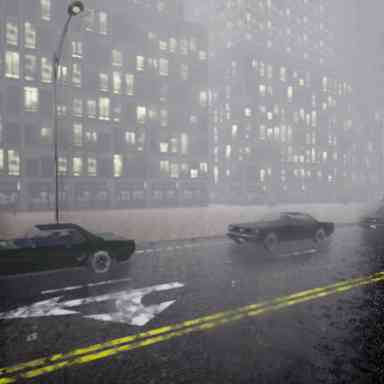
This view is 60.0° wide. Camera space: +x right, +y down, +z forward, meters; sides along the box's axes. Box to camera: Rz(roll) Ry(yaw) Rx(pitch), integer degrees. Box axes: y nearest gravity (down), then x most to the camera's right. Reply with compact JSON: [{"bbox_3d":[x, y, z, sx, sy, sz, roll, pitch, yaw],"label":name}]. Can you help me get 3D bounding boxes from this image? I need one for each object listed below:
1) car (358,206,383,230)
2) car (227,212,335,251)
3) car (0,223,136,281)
[{"bbox_3d":[11.837,1.441,19.159,5.357,1.411,2.033,0,0,-34],"label":"car"},{"bbox_3d":[3.742,1.511,13.862,4.718,1.301,1.895,0,0,-33],"label":"car"},{"bbox_3d":[-4.007,1.527,8.792,4.718,1.301,1.895,0,0,-33],"label":"car"}]
